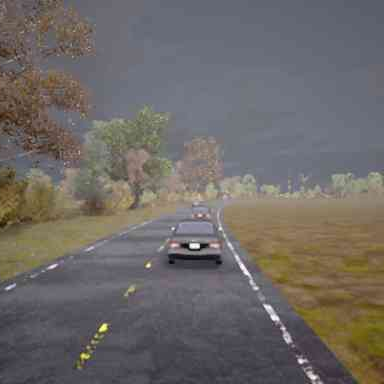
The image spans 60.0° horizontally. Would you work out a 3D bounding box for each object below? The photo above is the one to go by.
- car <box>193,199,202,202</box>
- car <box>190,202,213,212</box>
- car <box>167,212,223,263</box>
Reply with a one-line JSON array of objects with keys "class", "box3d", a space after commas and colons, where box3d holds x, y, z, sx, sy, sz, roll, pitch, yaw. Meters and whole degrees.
[{"class": "car", "box3d": [0.943, 2.145, 62.567, 2.128, 1.511, 4.902, 0, -1, 8]}, {"class": "car", "box3d": [0.758, 1.838, 27.390, 2.033, 1.411, 5.357, 0, -1, 3]}, {"class": "car", "box3d": [0.153, 1.681, 12.443, 2.033, 1.411, 5.357, 0, -1, 2]}]
